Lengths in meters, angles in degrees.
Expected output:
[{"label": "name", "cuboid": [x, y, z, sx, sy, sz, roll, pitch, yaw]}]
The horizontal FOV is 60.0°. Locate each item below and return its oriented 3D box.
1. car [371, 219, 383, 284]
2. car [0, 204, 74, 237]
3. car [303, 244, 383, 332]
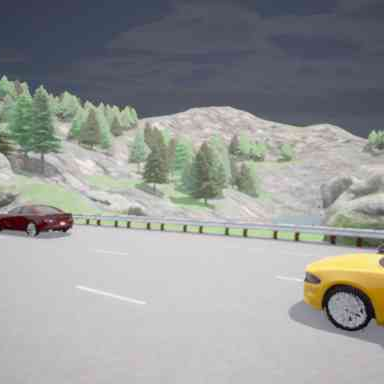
[{"label": "car", "cuboid": [6.848, 1.513, 7.572, 4.674, 1.442, 1.812, 0, 0, 36]}, {"label": "car", "cuboid": [-8.435, 1.377, 17.471, 5.008, 1.535, 1.882, 0, 0, 31]}, {"label": "car", "cuboid": [4.316, 1.468, 5.110, 5.008, 1.535, 1.882, 0, 0, 36]}]
